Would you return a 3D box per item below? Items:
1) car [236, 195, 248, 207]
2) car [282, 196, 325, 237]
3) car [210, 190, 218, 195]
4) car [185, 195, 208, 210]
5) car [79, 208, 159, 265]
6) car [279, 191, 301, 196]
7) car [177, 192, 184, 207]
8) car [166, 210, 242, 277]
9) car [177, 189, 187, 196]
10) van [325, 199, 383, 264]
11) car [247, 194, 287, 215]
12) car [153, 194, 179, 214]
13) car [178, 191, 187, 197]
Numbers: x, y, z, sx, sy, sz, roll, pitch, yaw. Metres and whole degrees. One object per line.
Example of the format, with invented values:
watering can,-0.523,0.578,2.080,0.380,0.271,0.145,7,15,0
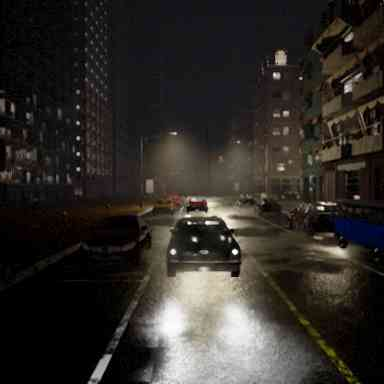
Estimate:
car,6.165,0.978,38.526,2.008,1.369,4.403,0,1,0
car,6.098,1.193,16.396,1.967,1.590,4.097,0,1,0
car,6.331,0.240,93.000,1.947,1.339,4.313,0,1,0
car,0.449,1.157,29.609,1.895,1.301,4.718,0,1,0
car,-2.299,1.416,10.892,1.802,1.307,4.206,0,1,0
car,16.961,0.495,57.894,4.403,1.369,2.008,-1,2,0
car,-2.215,0.971,38.551,1.887,1.381,4.507,0,1,0
car,0.291,1.450,9.921,1.895,1.301,4.718,0,1,0
car,-2.118,0.288,70.933,2.192,1.841,5.009,0,1,0
van,6.081,1.177,10.862,1.690,1.788,3.998,0,1,0
car,6.132,1.140,27.461,2.008,1.369,4.403,0,1,0
car,-2.249,1.115,27.317,1.752,1.417,4.829,0,1,0
car,-2.101,0.463,76.459,1.947,1.339,4.313,0,1,0
